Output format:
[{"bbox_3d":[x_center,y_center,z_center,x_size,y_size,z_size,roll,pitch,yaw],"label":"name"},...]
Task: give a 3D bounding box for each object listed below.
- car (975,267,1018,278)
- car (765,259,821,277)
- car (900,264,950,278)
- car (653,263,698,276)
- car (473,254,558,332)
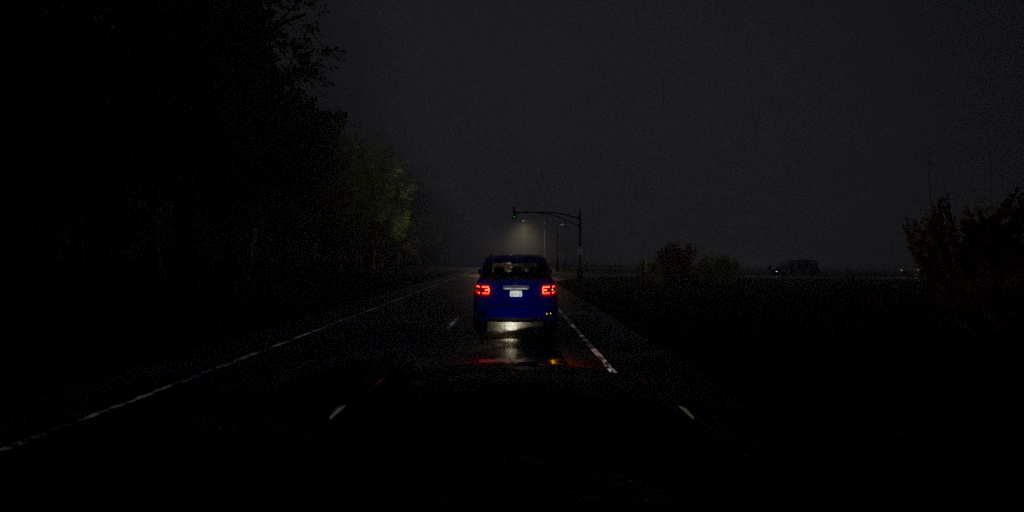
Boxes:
[{"bbox_3d":[52.078,1.881,38.613,4.181,1.385,1.994,1,-1,1],"label":"car"},{"bbox_3d":[33.093,1.389,42.311,5.566,2.045,2.150,0,-1,1],"label":"car"},{"bbox_3d":[48.720,1.691,42.208,4.553,1.767,2.097,1,-1,1],"label":"car"},{"bbox_3d":[19.373,1.567,42.359,5.357,1.411,2.033,1,-1,0],"label":"car"},{"bbox_3d":[0.093,0.974,11.035,2.150,2.045,5.566,0,0,0],"label":"car"}]
